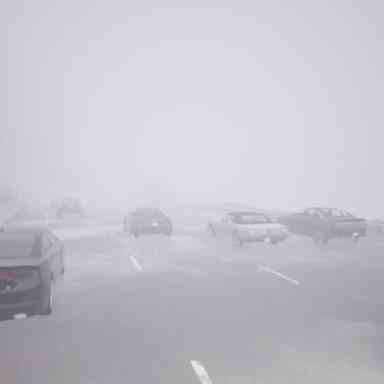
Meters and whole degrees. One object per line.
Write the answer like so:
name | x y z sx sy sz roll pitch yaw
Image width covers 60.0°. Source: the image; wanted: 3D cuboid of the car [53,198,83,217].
car | -11.139 1.287 30.081 2.097 1.767 4.553 0 0 -25

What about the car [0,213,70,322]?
car | -3.883 1.462 7.209 1.882 1.535 5.008 0 0 -17

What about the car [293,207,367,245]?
car | 5.760 1.458 15.549 2.128 1.511 4.902 0 0 -18

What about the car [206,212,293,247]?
car | 2.250 1.568 15.094 1.895 1.301 4.718 0 0 -18

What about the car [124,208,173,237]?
car | -2.453 1.525 17.865 1.994 1.385 4.181 0 0 -20

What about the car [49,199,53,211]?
car | -16.169 1.460 40.298 2.033 1.411 5.357 0 0 -28
